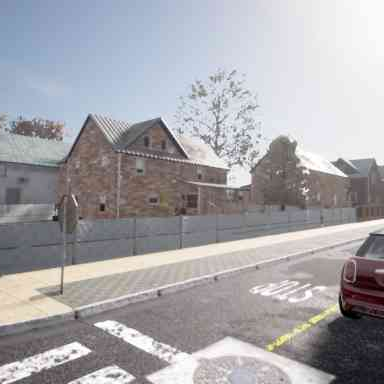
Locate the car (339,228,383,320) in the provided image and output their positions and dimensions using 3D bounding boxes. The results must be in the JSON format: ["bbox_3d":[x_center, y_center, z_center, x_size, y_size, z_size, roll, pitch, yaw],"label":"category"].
[{"bbox_3d":[4.753,1.455,6.720,2.097,1.767,4.553,-2,-2,44],"label":"car"}]
